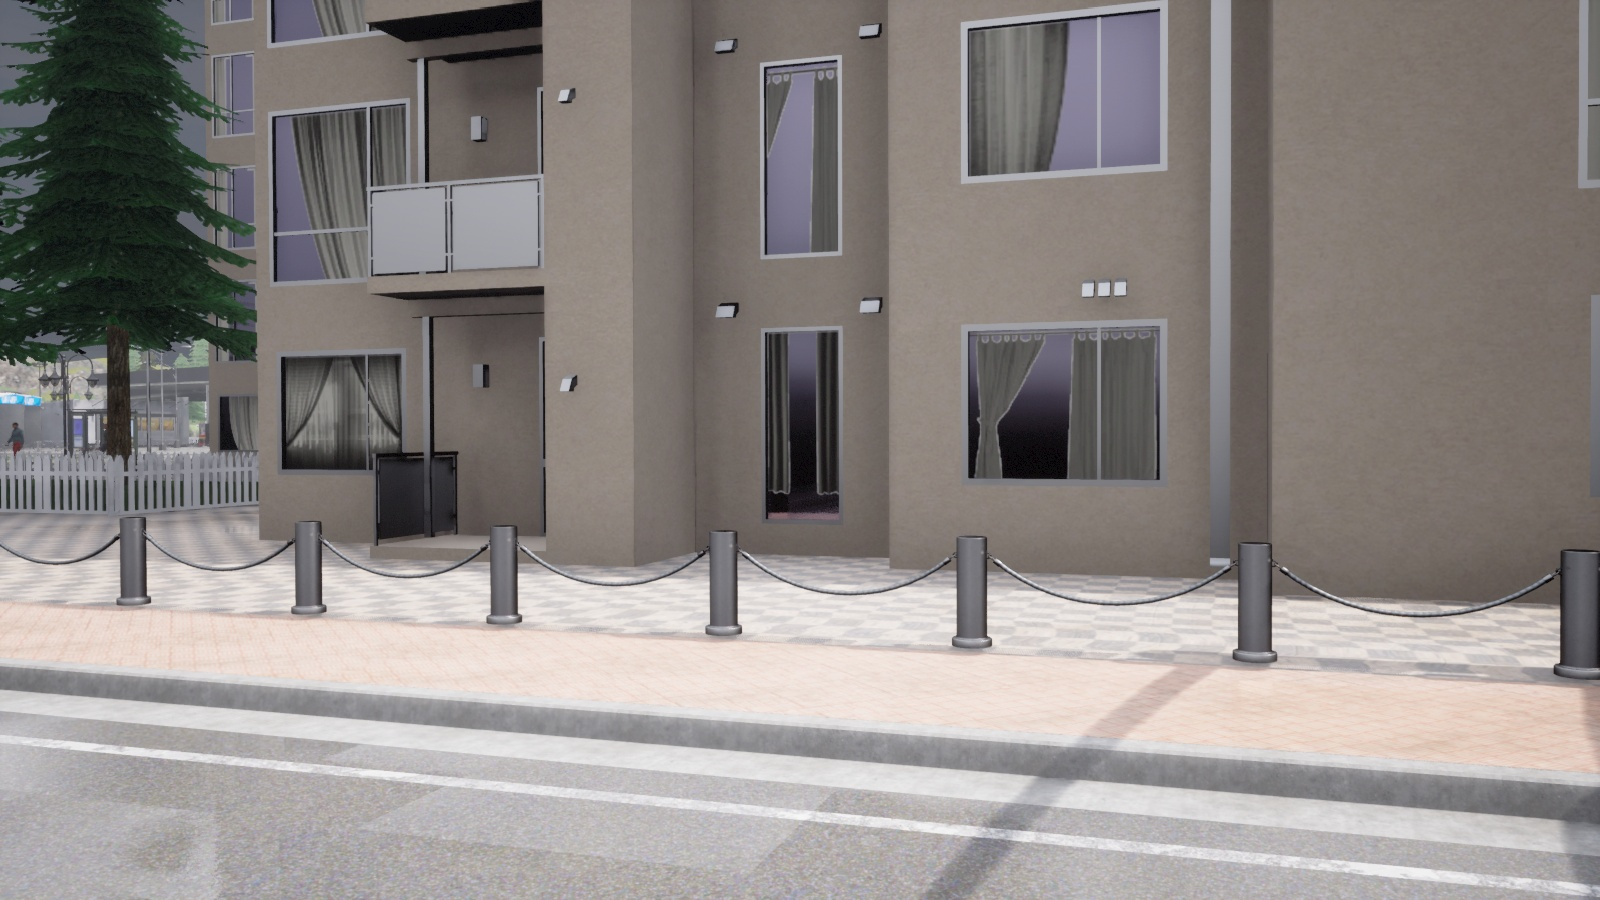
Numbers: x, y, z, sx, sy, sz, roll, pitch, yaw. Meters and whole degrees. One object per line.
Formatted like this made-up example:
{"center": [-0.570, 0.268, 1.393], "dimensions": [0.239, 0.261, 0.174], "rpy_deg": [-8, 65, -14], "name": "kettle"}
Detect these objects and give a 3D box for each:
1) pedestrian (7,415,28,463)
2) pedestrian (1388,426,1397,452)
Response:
{"center": [-30.651, -0.430, 49.178], "dimensions": [0.353, 1.847, 0.614], "rpy_deg": [1, 1, 19], "name": "pedestrian"}
{"center": [40.996, -0.766, 86.939], "dimensions": [0.431, 1.840, 0.703], "rpy_deg": [0, 1, 17], "name": "pedestrian"}
